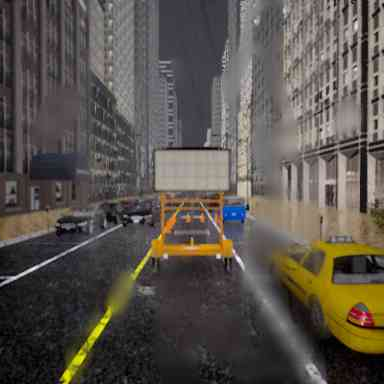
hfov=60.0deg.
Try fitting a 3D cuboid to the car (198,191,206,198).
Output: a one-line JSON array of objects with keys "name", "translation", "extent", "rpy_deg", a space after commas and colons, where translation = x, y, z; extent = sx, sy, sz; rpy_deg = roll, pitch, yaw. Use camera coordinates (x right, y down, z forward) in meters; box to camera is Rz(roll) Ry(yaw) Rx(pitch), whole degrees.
[{"name": "car", "translation": [2.695, 0.672, 91.352], "extent": [2.192, 1.841, 5.009], "rpy_deg": [-1, 0, 0]}]

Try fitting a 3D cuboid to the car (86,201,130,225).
[{"name": "car", "translation": [-5.694, 1.403, 23.152], "extent": [1.947, 1.339, 4.313], "rpy_deg": [-1, 0, 0]}]

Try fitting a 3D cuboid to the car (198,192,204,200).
[{"name": "car", "translation": [2.693, 1.109, 62.935], "extent": [2.008, 1.369, 4.403], "rpy_deg": [-1, 0, 0]}]

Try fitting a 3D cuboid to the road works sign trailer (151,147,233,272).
[{"name": "road works sign trailer", "translation": [0.003, 0.390, 10.492], "extent": [2.380, 3.560, 2.880], "rpy_deg": [0, 0, 0]}]

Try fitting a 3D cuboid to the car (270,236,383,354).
[{"name": "car", "translation": [2.684, 1.480, 6.270], "extent": [1.752, 1.417, 4.829], "rpy_deg": [-1, 0, 0]}]

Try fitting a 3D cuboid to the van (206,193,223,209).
[{"name": "van", "translation": [2.687, 1.059, 40.200], "extent": [1.690, 1.788, 3.998], "rpy_deg": [-1, 0, 0]}]

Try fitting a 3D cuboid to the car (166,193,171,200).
[{"name": "car", "translation": [-5.688, 1.108, 62.936], "extent": [2.008, 1.369, 4.403], "rpy_deg": [-1, 0, 0]}]

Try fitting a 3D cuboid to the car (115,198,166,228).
[{"name": "car", "translation": [-3.097, 1.343, 20.982], "extent": [2.128, 1.511, 4.902], "rpy_deg": [0, 0, 0]}]

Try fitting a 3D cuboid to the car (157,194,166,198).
[{"name": "car", "translation": [-5.690, 1.189, 51.570], "extent": [2.008, 1.369, 4.403], "rpy_deg": [-1, 0, 0]}]

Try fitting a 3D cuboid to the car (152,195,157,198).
[{"name": "car", "translation": [-5.691, 1.299, 40.203], "extent": [1.802, 1.307, 4.206], "rpy_deg": [-1, 0, 0]}]

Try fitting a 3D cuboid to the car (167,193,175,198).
[{"name": "car", "translation": [-5.683, 0.883, 91.184], "extent": [1.752, 1.417, 4.829], "rpy_deg": [-1, 0, 0]}]

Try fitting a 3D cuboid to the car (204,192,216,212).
[{"name": "car", "translation": [2.686, 1.072, 34.516], "extent": [2.192, 1.841, 5.009], "rpy_deg": [-1, 0, 0]}]

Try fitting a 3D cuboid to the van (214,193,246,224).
[{"name": "van", "translation": [2.685, 1.178, 23.149], "extent": [1.690, 1.788, 3.998], "rpy_deg": [-1, 0, 0]}]

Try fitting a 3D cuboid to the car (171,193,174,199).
[{"name": "car", "translation": [-5.686, 1.059, 74.304], "extent": [1.802, 1.307, 4.206], "rpy_deg": [-1, 0, 0]}]

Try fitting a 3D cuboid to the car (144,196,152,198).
[{"name": "car", "translation": [-5.693, 1.308, 34.519], "extent": [2.008, 1.369, 4.403], "rpy_deg": [-1, 0, 0]}]

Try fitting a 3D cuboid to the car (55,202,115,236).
[{"name": "car", "translation": [-5.695, 1.427, 17.469], "extent": [2.008, 1.369, 4.403], "rpy_deg": [-1, 0, 0]}]
